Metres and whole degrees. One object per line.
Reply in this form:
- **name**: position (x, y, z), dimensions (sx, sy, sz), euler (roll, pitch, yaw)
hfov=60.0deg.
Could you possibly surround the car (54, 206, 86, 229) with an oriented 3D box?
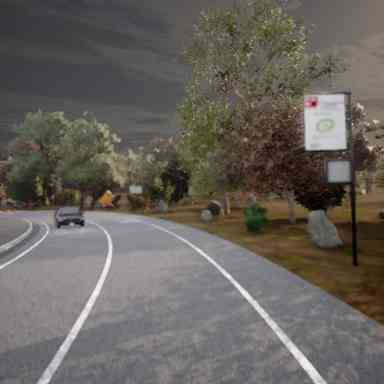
- **car**: position (-8.988, 1.771, 24.219), dimensions (2.033, 1.411, 5.357), euler (-3, 0, -25)

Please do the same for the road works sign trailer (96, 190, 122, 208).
- **road works sign trailer**: position (-11.520, 1.346, 48.426), dimensions (2.880, 2.380, 3.560), euler (44, 10, 9)

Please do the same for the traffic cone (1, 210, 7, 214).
- **traffic cone**: position (-28.846, 3.134, 51.476), dimensions (0.340, 0.580, 0.340), euler (-3, 2, 40)

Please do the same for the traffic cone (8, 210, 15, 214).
- **traffic cone**: position (-27.325, 3.051, 50.182), dimensions (0.340, 0.580, 0.340), euler (-3, 2, 40)
